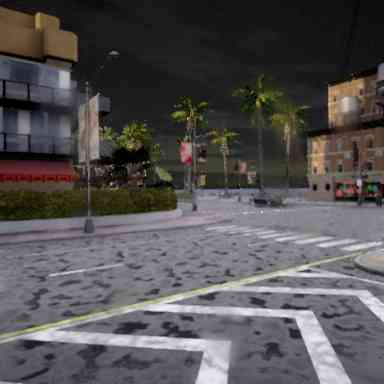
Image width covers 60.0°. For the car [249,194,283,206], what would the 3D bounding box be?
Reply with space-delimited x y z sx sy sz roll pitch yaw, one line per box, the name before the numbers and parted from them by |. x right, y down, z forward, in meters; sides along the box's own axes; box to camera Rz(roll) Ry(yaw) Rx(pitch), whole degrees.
car | 9.816 1.051 44.438 1.837 1.490 4.892 -1 1 -35
